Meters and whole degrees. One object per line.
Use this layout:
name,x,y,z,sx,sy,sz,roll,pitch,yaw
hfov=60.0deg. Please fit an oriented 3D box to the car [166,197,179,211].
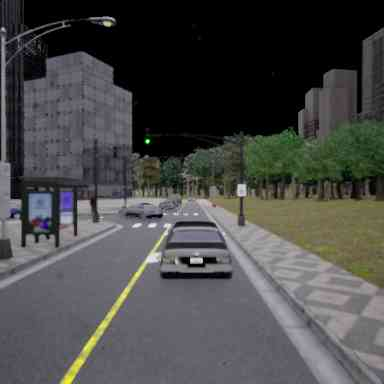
car,-3.104,1.693,43.483,1.994,1.385,4.181,0,0,0

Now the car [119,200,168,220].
car,-4.528,1.660,29.124,4.181,1.385,1.994,0,0,40

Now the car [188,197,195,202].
car,-0.107,1.806,83.012,1.895,1.301,4.718,0,0,0

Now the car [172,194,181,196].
car,-3.050,1.398,64.106,2.150,2.045,5.566,0,0,0

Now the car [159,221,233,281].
car,0.095,1.584,9.938,2.033,1.411,5.357,0,0,0

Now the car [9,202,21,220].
car,-15.642,1.540,27.787,5.008,1.535,1.882,0,0,1

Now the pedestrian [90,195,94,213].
pedestrian,-10.089,1.189,33.890,0.375,1.860,0.375,0,0,1

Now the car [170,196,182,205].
car,-3.091,1.717,53.399,1.994,1.385,4.181,0,0,0
